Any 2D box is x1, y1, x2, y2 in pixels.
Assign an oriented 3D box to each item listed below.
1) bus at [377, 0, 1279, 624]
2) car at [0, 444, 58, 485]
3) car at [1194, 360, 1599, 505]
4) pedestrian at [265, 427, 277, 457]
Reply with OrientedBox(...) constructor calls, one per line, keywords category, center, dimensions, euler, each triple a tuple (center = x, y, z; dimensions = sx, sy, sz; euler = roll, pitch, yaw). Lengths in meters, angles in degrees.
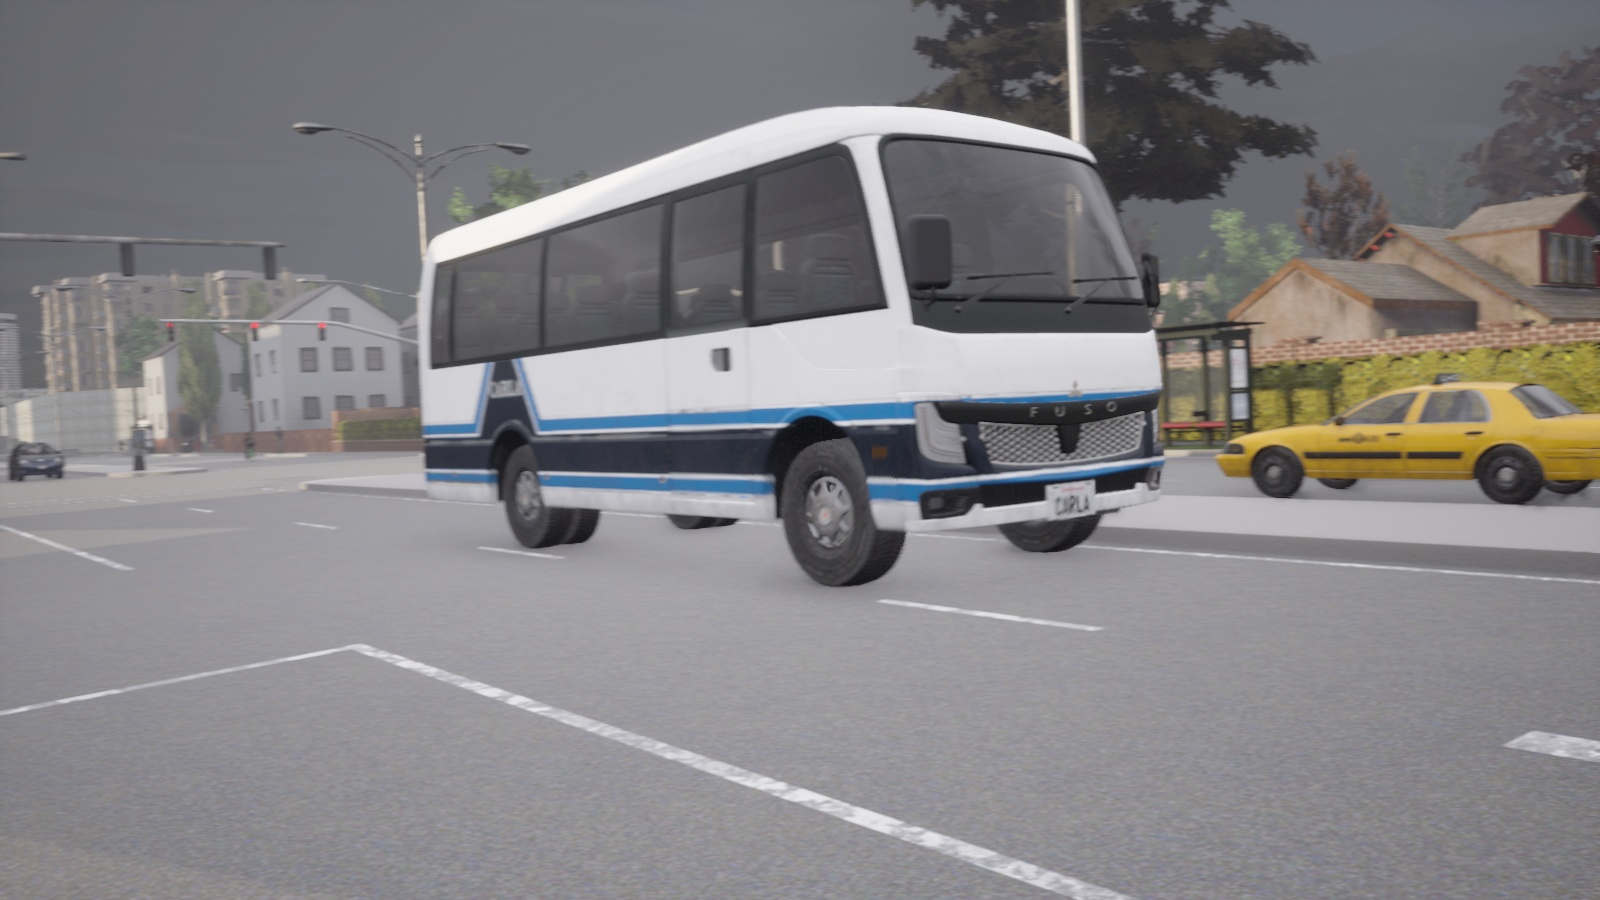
OrientedBox(category="bus", center=(-0.652, -1.018, 13.742), dimensions=(3.944, 4.253, 10.273), euler=(-5, 2, -39))
OrientedBox(category="car", center=(-33.884, 0.611, 54.887), dimensions=(1.851, 1.617, 3.988), euler=(-5, 3, -39))
OrientedBox(category="car", center=(7.916, -0.227, 15.979), dimensions=(1.801, 1.575, 5.366), euler=(-5, 2, -39))
OrientedBox(category="pedestrian", center=(-35.113, -0.532, 83.355), dimensions=(0.402, 1.930, 0.666), euler=(-5, 3, -40))
